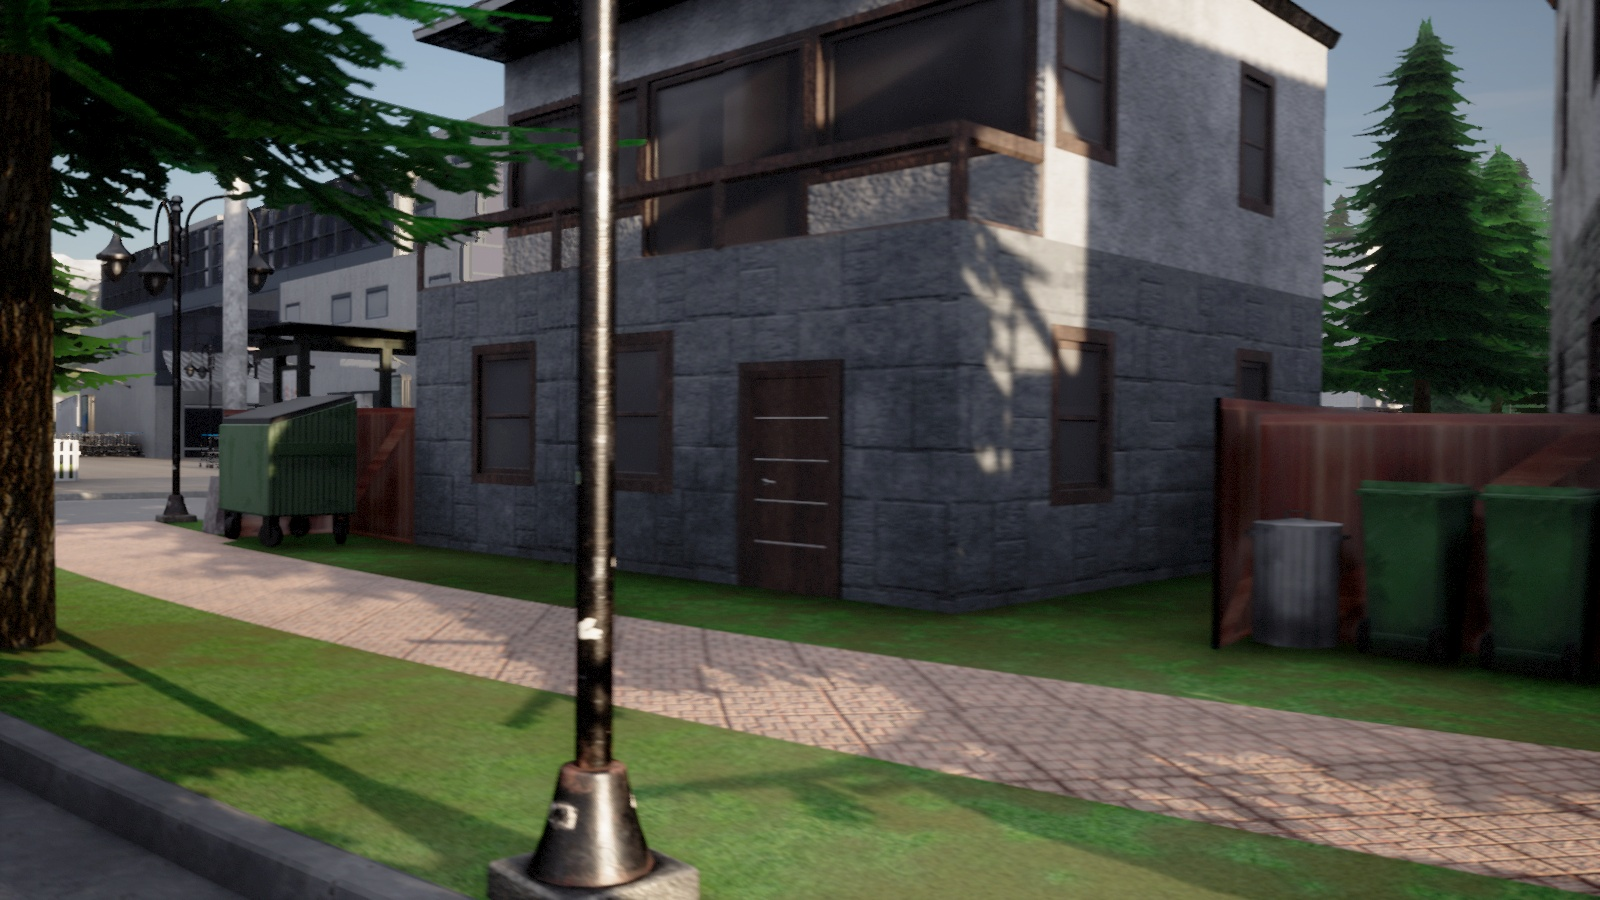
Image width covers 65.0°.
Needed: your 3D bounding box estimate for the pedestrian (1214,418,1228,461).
[{"bbox_3d":[18.291,-0.453,54.550,0.634,1.846,0.331,-1,1,-42],"label":"pedestrian"}]
